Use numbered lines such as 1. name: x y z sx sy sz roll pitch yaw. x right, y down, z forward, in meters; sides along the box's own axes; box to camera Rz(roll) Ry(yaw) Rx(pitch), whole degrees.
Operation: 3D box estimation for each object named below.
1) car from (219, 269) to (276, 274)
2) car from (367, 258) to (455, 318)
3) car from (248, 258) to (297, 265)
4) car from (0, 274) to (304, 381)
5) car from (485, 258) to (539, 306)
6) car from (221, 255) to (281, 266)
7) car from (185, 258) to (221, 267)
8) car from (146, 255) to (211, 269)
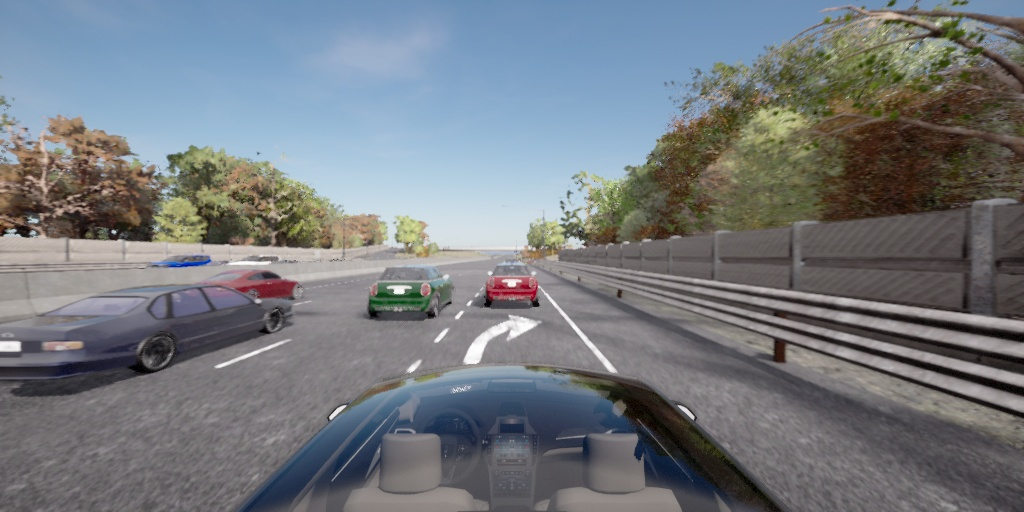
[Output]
1. car: -10.407 1.242 14.396 1.812 1.442 4.674 0 0 0
2. car: -3.406 1.073 12.949 2.097 1.767 4.553 0 0 0
3. car: -21.098 1.188 32.677 1.837 1.490 4.892 0 0 0
4. car: -6.904 1.281 7.439 2.033 1.411 5.357 0 0 0
5. car: -0.006 1.068 15.571 2.097 1.767 4.553 0 0 0
6. car: -24.583 0.906 34.648 2.150 2.045 5.566 0 0 0
7. car: -28.083 1.174 34.703 2.128 1.511 4.902 0 0 0
8. car: -31.581 0.903 34.427 2.150 2.045 5.566 0 0 0
